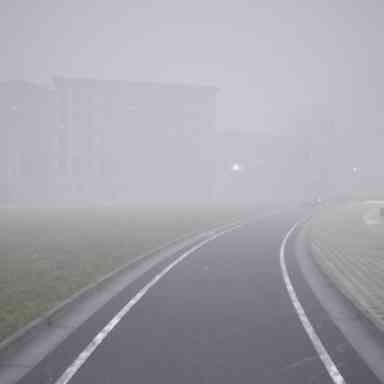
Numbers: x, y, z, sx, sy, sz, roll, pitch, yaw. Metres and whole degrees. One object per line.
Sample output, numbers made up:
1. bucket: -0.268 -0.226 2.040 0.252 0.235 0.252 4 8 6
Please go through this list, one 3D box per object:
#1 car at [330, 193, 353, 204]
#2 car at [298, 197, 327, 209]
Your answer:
1. car: 20.772 0.804 46.402 1.812 1.442 4.674 2 3 44
2. car: 13.692 1.186 37.573 1.895 1.301 4.718 1 2 37
